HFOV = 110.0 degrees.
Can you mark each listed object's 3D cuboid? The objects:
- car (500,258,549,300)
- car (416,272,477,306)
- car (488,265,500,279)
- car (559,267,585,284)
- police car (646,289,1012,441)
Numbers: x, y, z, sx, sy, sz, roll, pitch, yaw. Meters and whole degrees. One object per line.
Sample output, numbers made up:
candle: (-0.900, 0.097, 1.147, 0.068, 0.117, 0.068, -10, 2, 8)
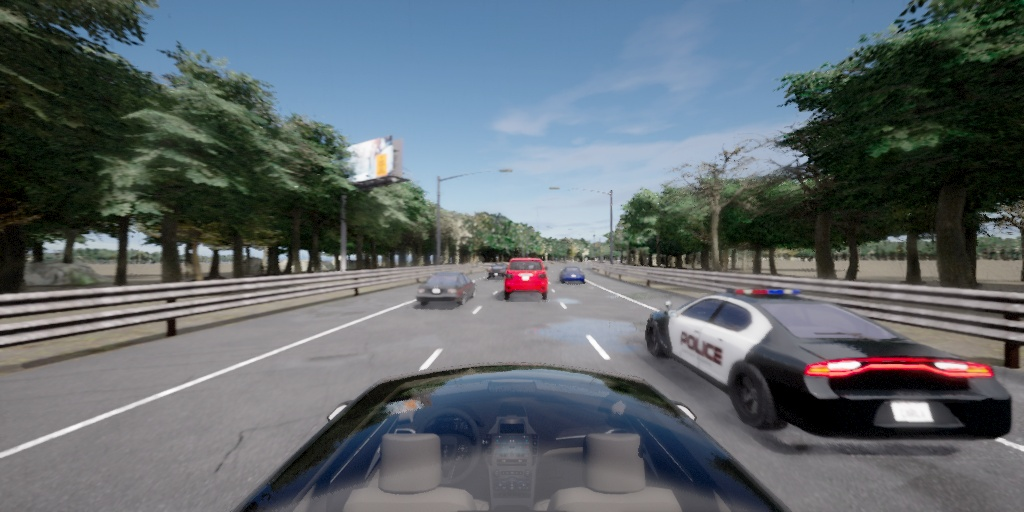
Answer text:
car: (0.781, 1.143, 19.285, 2.150, 2.045, 5.566, 0, -1, 3)
car: (-2.868, 1.446, 16.657, 2.033, 1.411, 5.357, 0, -1, 3)
car: (-1.319, 1.629, 37.177, 1.812, 1.442, 4.674, 0, -1, 6)
car: (5.124, 1.598, 30.846, 1.994, 1.385, 4.181, 0, -1, 5)
police car: (3.762, 1.291, 5.742, 2.038, 1.542, 4.974, 0, -1, 1)
